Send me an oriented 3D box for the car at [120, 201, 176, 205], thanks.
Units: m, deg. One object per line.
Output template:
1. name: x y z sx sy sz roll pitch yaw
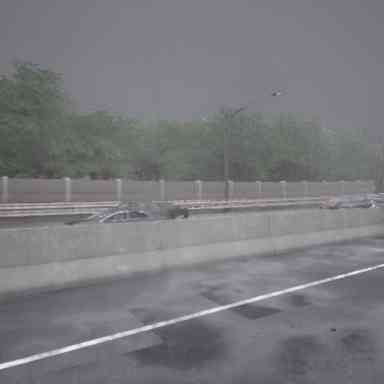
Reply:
1. car: -3.496 1.334 18.641 4.553 1.767 2.097 0 0 -35

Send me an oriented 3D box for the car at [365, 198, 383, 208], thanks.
1. car: 17.417 1.192 28.776 4.553 1.767 2.097 -1 0 -34

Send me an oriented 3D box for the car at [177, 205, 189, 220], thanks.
1. car: -2.546 1.445 23.583 5.008 1.535 1.882 0 0 -35

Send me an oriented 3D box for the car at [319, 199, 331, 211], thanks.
1. car: 15.892 1.325 36.187 4.674 1.442 1.812 -1 1 -33

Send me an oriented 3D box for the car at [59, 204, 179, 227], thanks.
1. car: -3.329 1.481 14.482 4.902 1.511 2.128 0 0 -35

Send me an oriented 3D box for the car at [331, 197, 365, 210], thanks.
1. car: 15.860 1.338 31.949 4.892 1.490 1.837 -1 0 -34
